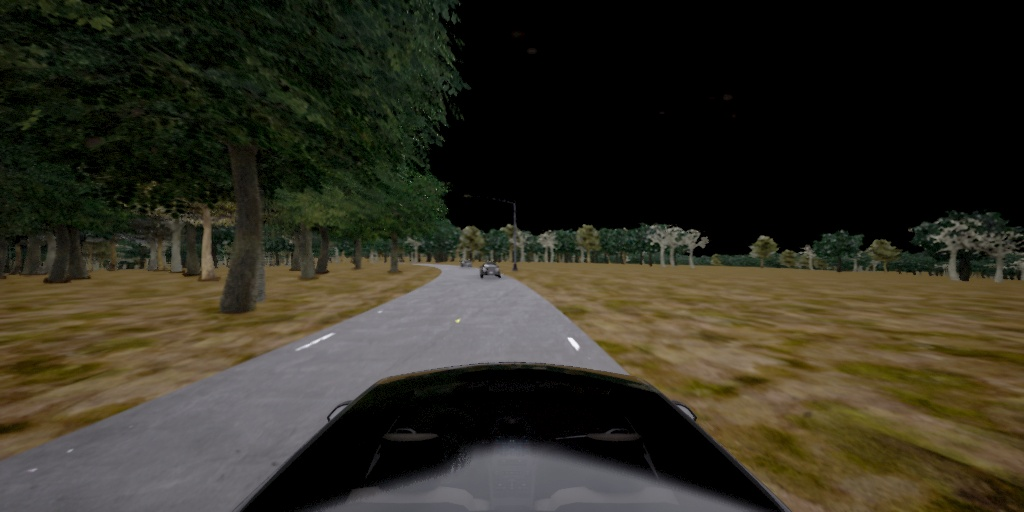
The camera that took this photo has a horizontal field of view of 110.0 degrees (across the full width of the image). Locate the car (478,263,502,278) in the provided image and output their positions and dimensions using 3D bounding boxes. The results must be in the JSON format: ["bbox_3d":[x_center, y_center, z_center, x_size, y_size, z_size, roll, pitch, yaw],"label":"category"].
[{"bbox_3d":[-2.157,1.367,34.763,1.812,1.442,4.674,0,0,-7],"label":"car"}]
